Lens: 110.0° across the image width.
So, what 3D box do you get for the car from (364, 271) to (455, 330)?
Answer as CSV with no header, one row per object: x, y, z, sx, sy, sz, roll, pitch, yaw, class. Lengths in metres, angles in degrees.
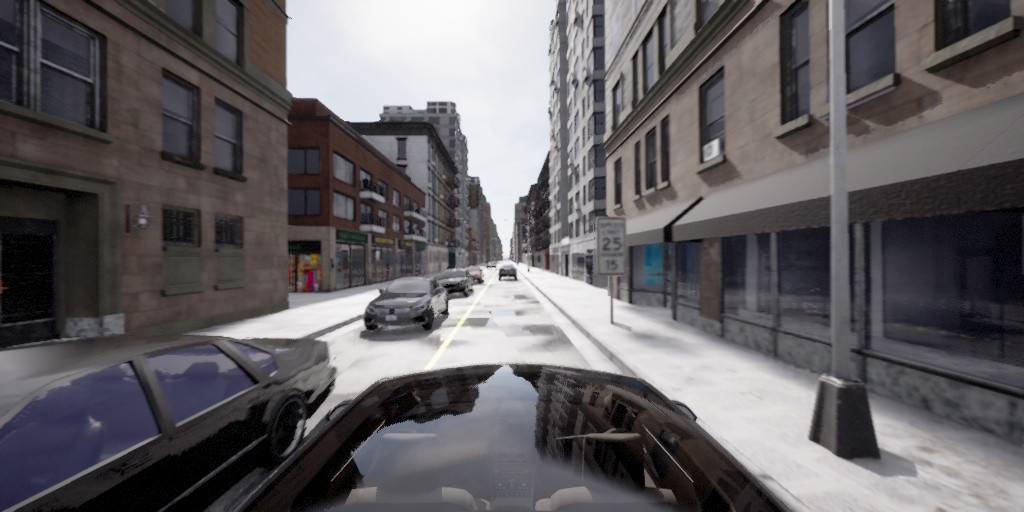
-3.225,1.407,11.820,1.812,1.442,4.674,0,-1,-1,car

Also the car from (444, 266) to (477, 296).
-3.367,1.486,21.416,1.837,1.490,4.892,0,-1,-1,car

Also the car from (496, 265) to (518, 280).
-0.415,1.612,36.467,1.837,1.490,4.892,0,0,-1,car

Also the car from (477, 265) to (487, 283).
-3.496,1.610,31.691,1.812,1.442,4.674,0,-1,0,car

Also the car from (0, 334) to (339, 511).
-3.069,1.327,2.217,2.033,1.411,5.357,0,-1,-1,car
